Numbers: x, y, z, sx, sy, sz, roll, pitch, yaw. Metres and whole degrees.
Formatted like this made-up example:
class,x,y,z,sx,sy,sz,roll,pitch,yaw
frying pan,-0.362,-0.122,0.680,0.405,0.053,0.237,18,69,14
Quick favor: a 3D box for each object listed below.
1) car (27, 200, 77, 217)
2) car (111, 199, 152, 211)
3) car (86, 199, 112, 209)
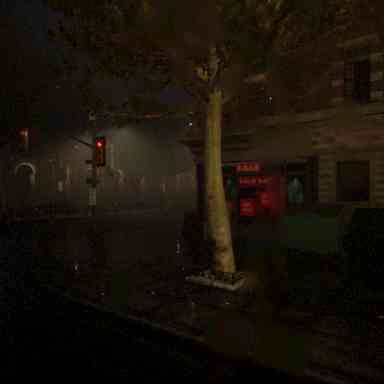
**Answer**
class,x,y,z,sx,sy,sz,roll,pitch,yaw
car,-13.376,1.526,31.956,1.812,1.442,4.674,0,0,36
car,-7.065,1.601,40.602,1.895,1.301,4.718,0,0,36
car,-11.959,1.595,45.174,1.895,1.301,4.718,0,0,36
